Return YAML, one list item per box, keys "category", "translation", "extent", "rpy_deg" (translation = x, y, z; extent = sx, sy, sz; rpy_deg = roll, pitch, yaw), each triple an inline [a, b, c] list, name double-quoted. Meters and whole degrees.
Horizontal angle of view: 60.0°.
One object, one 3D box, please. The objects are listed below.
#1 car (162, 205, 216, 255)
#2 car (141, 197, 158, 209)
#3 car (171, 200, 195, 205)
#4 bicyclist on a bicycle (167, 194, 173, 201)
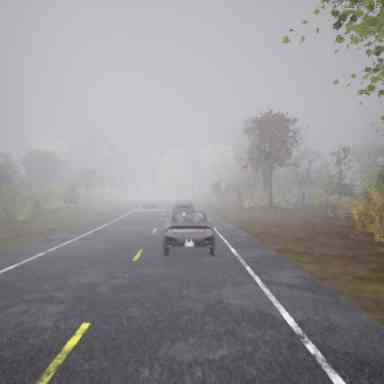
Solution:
- category: "car"
  translation: [-0.135, 1.471, 13.187]
  extent: [2.128, 1.511, 4.902]
  rpy_deg: [0, 0, -1]
- category: "car"
  translation: [-5.498, 1.419, 43.340]
  extent: [1.812, 1.442, 4.674]
  rpy_deg: [0, 0, -5]
- category: "car"
  translation: [-0.773, 1.446, 28.554]
  extent: [1.837, 1.490, 4.892]
  rpy_deg: [0, 0, -3]
- category: "bicyclist on a bicycle"
  translation: [-4.758, 1.171, 76.648]
  extent: [0.866, 1.612, 1.509]
  rpy_deg: [0, 0, -8]
